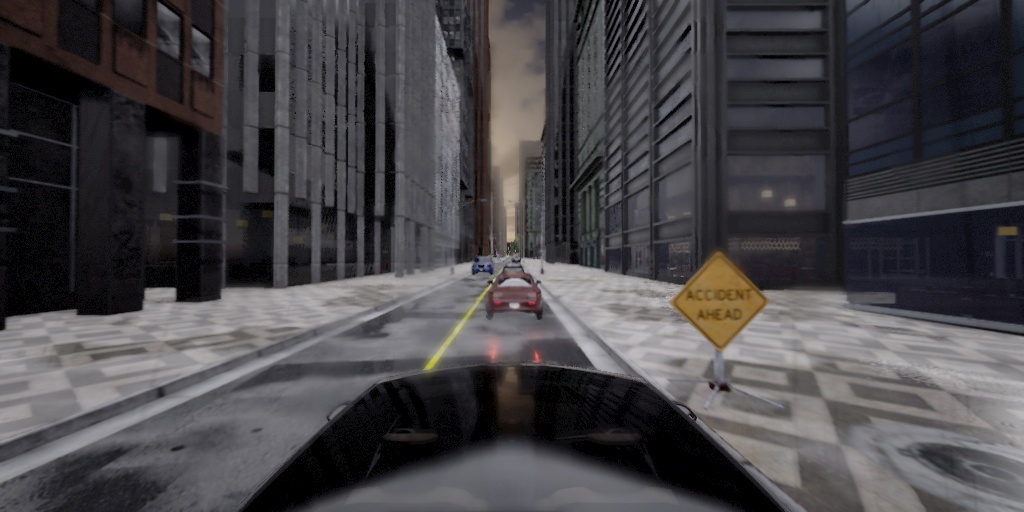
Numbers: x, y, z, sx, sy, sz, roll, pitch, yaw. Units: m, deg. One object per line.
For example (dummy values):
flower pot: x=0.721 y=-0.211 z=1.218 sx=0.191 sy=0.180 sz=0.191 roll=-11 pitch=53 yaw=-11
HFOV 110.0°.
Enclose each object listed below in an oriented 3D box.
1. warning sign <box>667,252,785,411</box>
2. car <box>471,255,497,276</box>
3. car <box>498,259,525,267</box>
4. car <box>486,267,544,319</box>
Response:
warning sign: x=2.719 y=0.874 z=4.699 sx=1.300 sy=1.860 sz=1.060 roll=0 pitch=0 yaw=0
car: x=-3.082 y=1.011 z=38.779 sx=2.150 sy=2.045 sz=5.566 roll=0 pitch=0 yaw=0
car: x=0.108 y=1.285 z=32.520 sx=2.128 sy=1.511 sz=4.902 roll=0 pitch=0 yaw=0
car: x=0.095 y=1.302 z=12.889 sx=1.812 sy=1.442 sz=4.674 roll=0 pitch=0 yaw=0
